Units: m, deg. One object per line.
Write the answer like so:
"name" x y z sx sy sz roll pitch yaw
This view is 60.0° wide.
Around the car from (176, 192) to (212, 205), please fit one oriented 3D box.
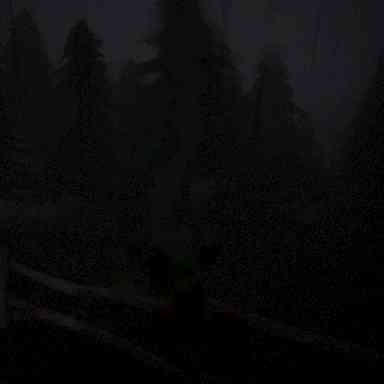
"car" 0.769 1.014 40.994 5.566 2.045 2.150 1 0 -8
